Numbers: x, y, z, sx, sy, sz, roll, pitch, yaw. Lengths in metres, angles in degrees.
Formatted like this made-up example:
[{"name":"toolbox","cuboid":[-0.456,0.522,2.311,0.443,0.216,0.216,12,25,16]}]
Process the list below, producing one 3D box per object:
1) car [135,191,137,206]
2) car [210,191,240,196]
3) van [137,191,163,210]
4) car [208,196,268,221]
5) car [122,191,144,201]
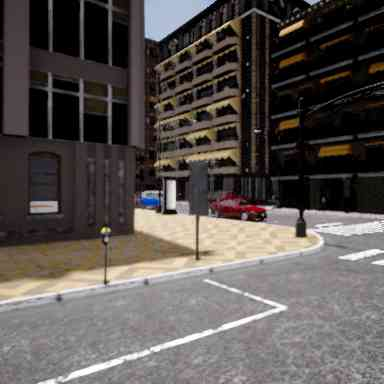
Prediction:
[{"name":"car","cuboid":[-6.743,0.929,36.819,1.887,1.381,4.507,2,0,-36]},{"name":"car","cuboid":[3.363,0.832,37.174,2.192,1.841,5.009,1,0,-36]},{"name":"van","cuboid":[-3.413,0.813,32.242,1.690,1.788,3.998,2,0,-36]},{"name":"car","cuboid":[3.232,1.193,23.090,1.887,1.381,4.507,2,0,-36]},{"name":"car","cuboid":[-9.942,0.606,55.478,1.967,1.590,4.097,1,0,-36]}]
